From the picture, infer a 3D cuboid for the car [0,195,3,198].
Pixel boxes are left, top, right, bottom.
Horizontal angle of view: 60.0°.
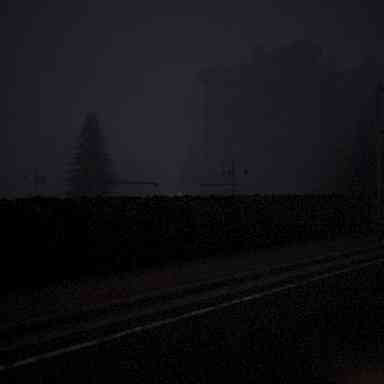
[{"bbox_3d":[-40.344,1.374,67.378,3.633,1.501,1.845,0,0,-38],"label":"car"}]
